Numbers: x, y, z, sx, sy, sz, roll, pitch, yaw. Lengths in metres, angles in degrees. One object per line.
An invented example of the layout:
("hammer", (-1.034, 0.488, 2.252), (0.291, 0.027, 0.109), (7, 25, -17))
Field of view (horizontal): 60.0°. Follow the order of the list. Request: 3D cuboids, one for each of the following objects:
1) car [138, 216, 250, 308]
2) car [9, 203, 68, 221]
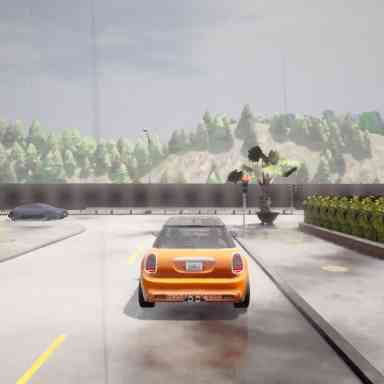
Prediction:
("car", (0.056, 1.352, 8.091), (2.097, 1.767, 4.553), (0, 0, 0))
("car", (-12.033, 1.564, 26.249), (4.181, 1.385, 1.994), (0, 0, 0))
